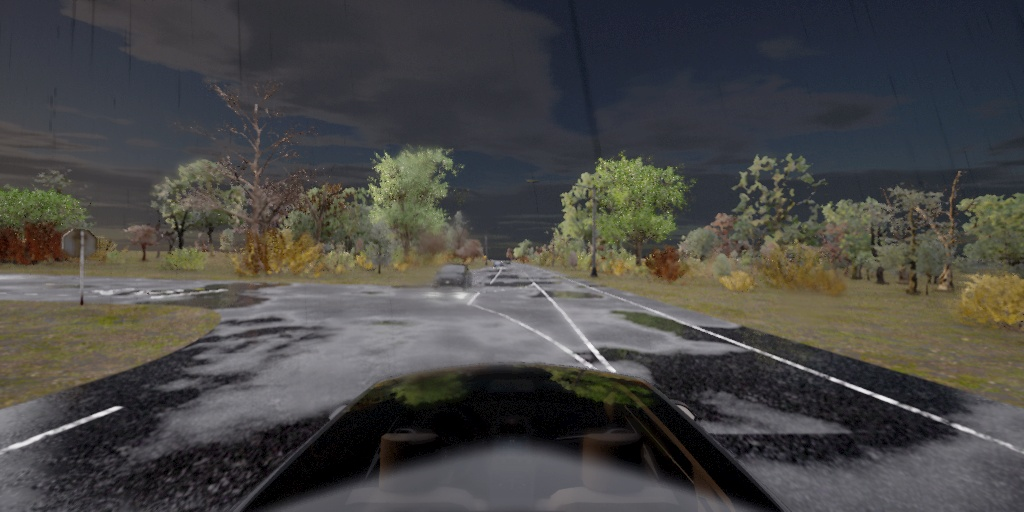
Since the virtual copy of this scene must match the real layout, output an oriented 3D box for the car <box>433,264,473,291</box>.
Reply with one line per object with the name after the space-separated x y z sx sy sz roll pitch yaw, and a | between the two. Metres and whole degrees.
-3.456 1.247 21.630 1.837 1.490 4.892 1 -2 0 | car
